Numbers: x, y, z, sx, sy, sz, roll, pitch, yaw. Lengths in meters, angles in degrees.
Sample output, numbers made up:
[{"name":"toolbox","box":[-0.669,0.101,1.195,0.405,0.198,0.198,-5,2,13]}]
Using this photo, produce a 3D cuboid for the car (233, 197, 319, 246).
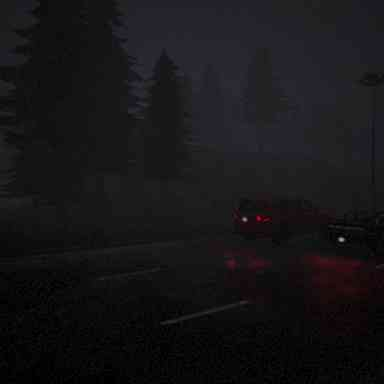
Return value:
[{"name":"car","box":[4.429,1.234,15.585,5.566,2.045,2.150,0,0,-35]}]

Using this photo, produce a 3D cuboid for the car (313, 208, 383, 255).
[{"name":"car","box":[7.370,1.504,13.371,4.902,1.511,2.128,0,0,-35]}]
